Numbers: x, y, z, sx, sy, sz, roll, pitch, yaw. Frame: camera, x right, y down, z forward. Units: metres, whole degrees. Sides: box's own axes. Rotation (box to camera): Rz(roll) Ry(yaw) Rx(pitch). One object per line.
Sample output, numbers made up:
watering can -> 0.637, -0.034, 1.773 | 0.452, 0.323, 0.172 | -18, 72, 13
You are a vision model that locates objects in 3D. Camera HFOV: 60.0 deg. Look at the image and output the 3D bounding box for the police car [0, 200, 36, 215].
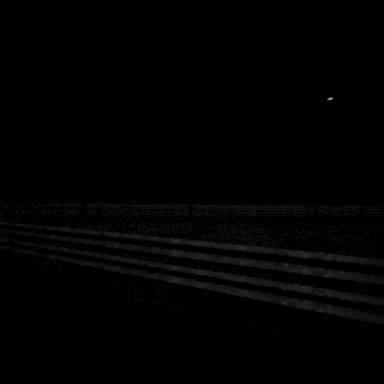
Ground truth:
police car -> -20.471, 1.751, 38.183 | 5.238, 1.638, 1.930 | 0, 0, 17
